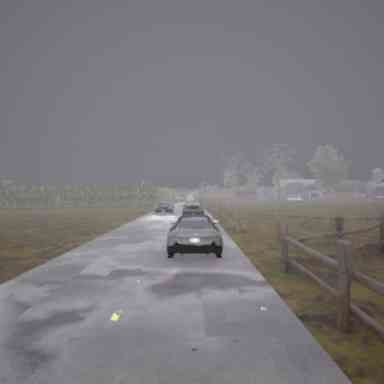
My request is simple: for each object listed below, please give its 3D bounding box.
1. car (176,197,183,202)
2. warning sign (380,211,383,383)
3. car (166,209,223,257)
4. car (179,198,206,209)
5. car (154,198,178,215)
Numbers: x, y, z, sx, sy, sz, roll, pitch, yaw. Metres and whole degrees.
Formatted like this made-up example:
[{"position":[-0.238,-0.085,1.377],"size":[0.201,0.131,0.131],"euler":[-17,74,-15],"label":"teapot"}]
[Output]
[{"position":[-2.732,1.771,76.259],"size":[1.882,1.535,5.008],"euler":[0,-1,0],"label":"car"},{"position":[2.452,1.111,2.653],"size":[1.300,1.860,1.060],"euler":[0,0,0],"label":"warning sign"},{"position":[0.096,1.556,12.933],"size":[1.994,1.385,4.181],"euler":[0,0,0],"label":"car"},{"position":[0.100,1.512,28.489],"size":[1.837,1.490,4.892],"euler":[0,0,0],"label":"car"},{"position":[-2.838,1.633,34.928],"size":[1.895,1.301,4.718],"euler":[0,0,0],"label":"car"}]
